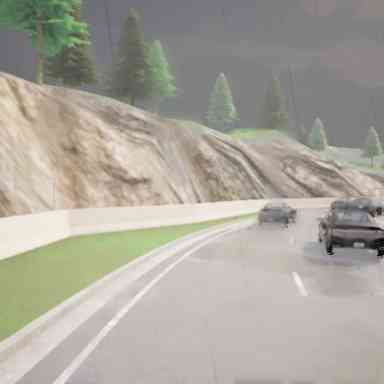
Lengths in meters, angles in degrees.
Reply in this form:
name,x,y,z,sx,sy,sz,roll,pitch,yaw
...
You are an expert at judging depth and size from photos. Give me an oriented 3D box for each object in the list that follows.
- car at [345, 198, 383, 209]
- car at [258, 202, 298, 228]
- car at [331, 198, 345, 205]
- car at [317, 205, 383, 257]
name,x,y,z,sx,sy,sz,roll,pitch,yaw
car,15.893,1.315,30.256,2.097,1.767,4.553,1,0,40
car,5.792,1.431,22.087,2.128,1.511,4.902,0,0,27
car,17.101,1.434,36.800,4.902,1.511,2.128,0,0,-43
car,6.046,1.471,12.955,2.128,1.511,4.902,0,0,17
